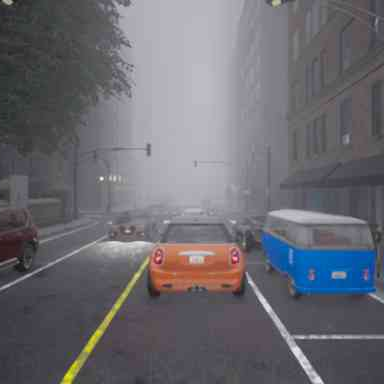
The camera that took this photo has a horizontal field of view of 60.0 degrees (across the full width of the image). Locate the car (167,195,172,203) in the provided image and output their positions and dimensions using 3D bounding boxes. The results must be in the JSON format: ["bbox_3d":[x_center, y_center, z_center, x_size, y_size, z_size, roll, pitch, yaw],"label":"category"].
[{"bbox_3d":[-5.687,1.907,68.311,1.887,1.381,4.507,0,0,0],"label":"car"}]

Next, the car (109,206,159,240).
[{"bbox_3d":[-3.016,1.662,17.593,1.994,1.385,4.181,0,0,0],"label":"car"}]

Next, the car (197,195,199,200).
[{"bbox_3d":[2.836,1.978,79.246,2.008,1.369,4.403,0,0,0],"label":"car"}]

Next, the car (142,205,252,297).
[{"bbox_3d":[0.098,1.403,8.892,2.097,1.767,4.553,0,0,0],"label":"car"}]

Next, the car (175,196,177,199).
[{"bbox_3d":[-5.691,1.776,84.665,2.192,1.841,5.009,0,0,0],"label":"car"}]

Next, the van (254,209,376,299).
[{"bbox_3d":[2.853,1.389,8.314,1.690,1.788,3.998,0,0,0],"label":"van"}]

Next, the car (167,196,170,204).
[{"bbox_3d":[-5.685,1.876,62.861,1.887,1.381,4.507,0,0,0],"label":"car"}]

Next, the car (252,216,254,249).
[{"bbox_3d":[2.852,1.644,13.973,1.947,1.339,4.313,0,0,0],"label":"car"}]

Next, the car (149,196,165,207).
[{"bbox_3d":[-5.682,1.796,51.789,1.752,1.417,4.829,0,0,0],"label":"car"}]

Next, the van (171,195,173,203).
[{"bbox_3d":[-5.688,1.735,73.763,1.690,1.788,3.998,0,0,0],"label":"van"}]

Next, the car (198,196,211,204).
[{"bbox_3d":[2.838,1.803,68.350,1.967,1.590,4.097,0,0,0],"label":"car"}]

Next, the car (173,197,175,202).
[{"bbox_3d":[-5.689,1.978,79.213,2.008,1.369,4.403,0,0,0],"label":"car"}]

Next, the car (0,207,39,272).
[{"bbox_3d":[-5.672,1.362,8.272,2.192,1.841,5.009,0,0,0],"label":"car"}]

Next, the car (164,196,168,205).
[{"bbox_3d":[-5.684,1.851,57.409,2.008,1.369,4.403,0,0,0],"label":"car"}]
